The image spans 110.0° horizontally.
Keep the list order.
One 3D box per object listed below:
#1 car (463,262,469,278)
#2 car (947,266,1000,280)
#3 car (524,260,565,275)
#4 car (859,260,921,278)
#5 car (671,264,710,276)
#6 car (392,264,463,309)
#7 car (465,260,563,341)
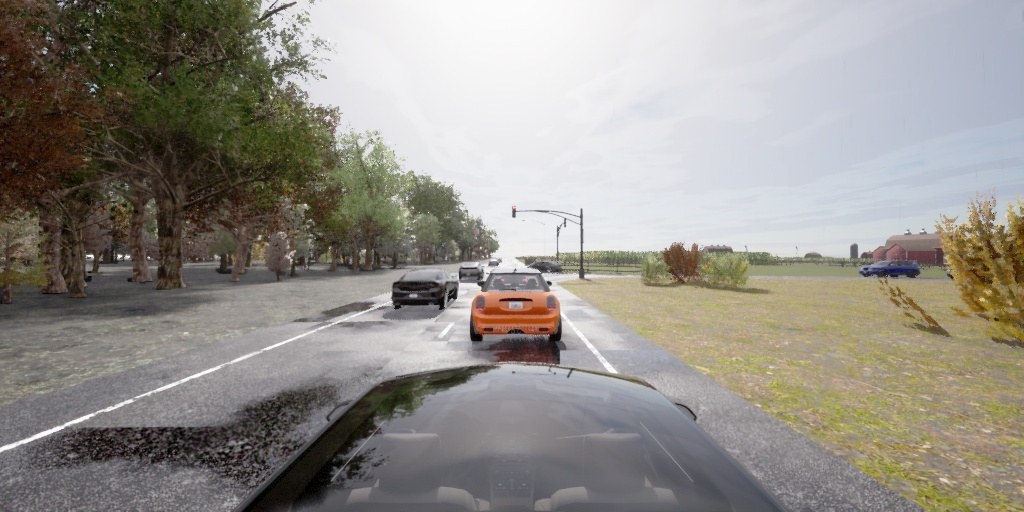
[{"bbox_3d":[-3.478,1.249,31.024,2.128,1.511,4.902,0,0,0],"label":"car"},{"bbox_3d":[48.883,1.772,37.669,4.902,1.511,2.128,1,-1,1],"label":"car"},{"bbox_3d":[4.044,1.360,45.089,4.892,1.490,1.837,4,4,38],"label":"car"},{"bbox_3d":[43.457,1.503,41.294,5.566,2.045,2.150,1,-1,0],"label":"car"},{"bbox_3d":[20.553,1.596,41.347,4.181,1.385,1.994,1,-1,0],"label":"car"},{"bbox_3d":[-3.435,1.230,14.959,1.882,1.535,5.008,0,0,0],"label":"car"},{"bbox_3d":[0.079,1.104,9.993,2.097,1.767,4.553,0,0,0],"label":"car"}]
